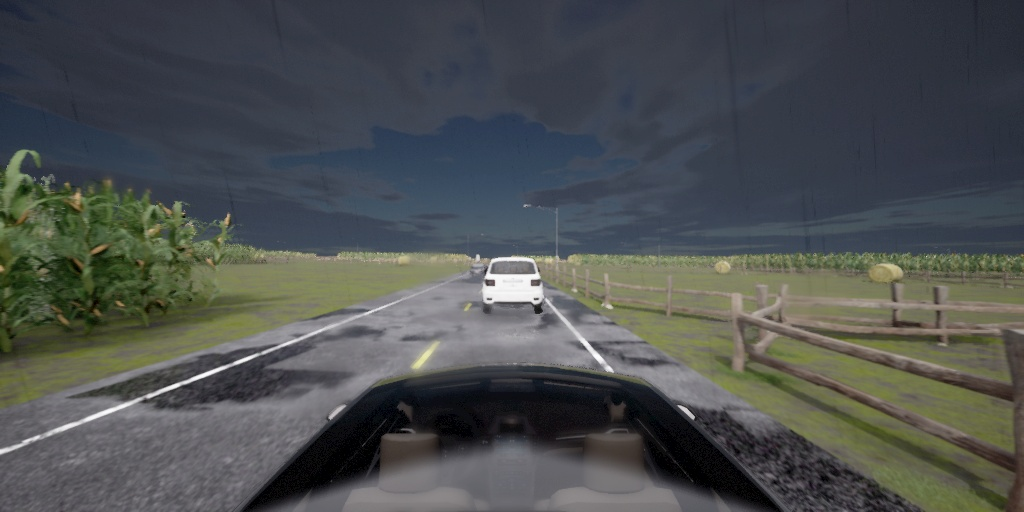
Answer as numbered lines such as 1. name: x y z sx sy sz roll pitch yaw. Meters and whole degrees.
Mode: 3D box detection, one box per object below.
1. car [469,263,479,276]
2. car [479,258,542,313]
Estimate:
1. car: -4.135 1.628 44.450 1.812 1.442 4.674 0 0 -1
2. car: 0.015 1.090 14.884 2.150 2.045 5.566 0 0 0
